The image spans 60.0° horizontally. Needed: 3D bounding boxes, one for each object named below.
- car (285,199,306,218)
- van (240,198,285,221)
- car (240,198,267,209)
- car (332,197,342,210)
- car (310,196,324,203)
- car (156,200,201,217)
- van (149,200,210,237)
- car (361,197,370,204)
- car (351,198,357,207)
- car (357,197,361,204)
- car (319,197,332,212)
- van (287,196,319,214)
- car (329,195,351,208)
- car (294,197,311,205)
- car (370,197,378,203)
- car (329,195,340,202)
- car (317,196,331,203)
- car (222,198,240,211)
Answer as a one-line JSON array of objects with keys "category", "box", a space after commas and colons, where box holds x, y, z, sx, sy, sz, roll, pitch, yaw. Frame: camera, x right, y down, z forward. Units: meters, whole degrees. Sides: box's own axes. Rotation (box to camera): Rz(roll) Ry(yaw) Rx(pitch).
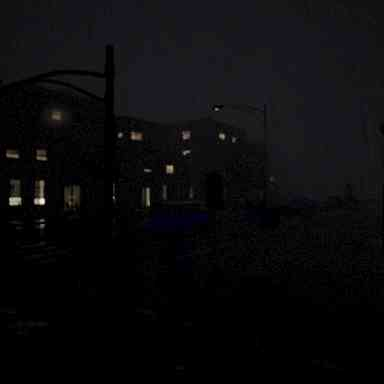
[{"category": "car", "box": [8.941, 1.618, 31.525, 1.887, 1.381, 4.507, 1, 0, 35]}, {"category": "van", "box": [5.776, 1.398, 27.001, 1.690, 1.788, 3.998, 1, 0, 35]}, {"category": "car", "box": [8.419, 1.562, 45.394, 1.887, 1.381, 4.507, 1, 0, 35]}, {"category": "car", "box": [18.440, 1.692, 45.096, 1.947, 1.339, 4.313, 1, 0, 35]}, {"category": "car", "box": [27.319, 1.661, 72.395, 1.752, 1.417, 4.829, 0, 0, 35]}, {"category": "car", "box": [-1.177, 1.492, 31.682, 1.752, 1.417, 4.829, 1, 0, 35]}, {"category": "van", "box": [-0.556, 1.369, 17.954, 1.690, 1.788, 3.998, 1, 0, 35]}, {"category": "car", "box": [34.272, 1.772, 67.715, 1.887, 1.381, 4.507, 0, 0, 35]}, {"category": "car", "box": [24.775, 1.479, 54.144, 2.192, 1.841, 5.009, 0, 0, 35]}, {"category": "car", "box": [28.037, 1.710, 58.807, 1.752, 1.417, 4.829, 0, 0, 35]}, {"category": "car", "box": [15.372, 1.634, 40.712, 1.752, 1.417, 4.829, 1, 0, 35]}, {"category": "van", "box": [12.109, 1.431, 36.048, 1.690, 1.788, 3.998, 1, 0, 35]}, {"category": "car", "box": [21.609, 1.459, 49.620, 2.192, 1.841, 5.009, 0, 0, 35]}, {"category": "car", "box": [21.085, 1.638, 63.487, 1.887, 1.381, 4.507, 0, 0, 35]}, {"category": "car", "box": [43.771, 1.861, 81.286, 1.947, 1.339, 4.313, 0, 0, 35]}, {"category": "car", "box": [36.917, 1.645, 86.105, 1.967, 1.590, 4.097, 0, 0, 35]}, {"category": "car", "box": [30.583, 1.725, 77.059, 1.947, 1.339, 4.313, 0, 0, 35]}, {"category": "car", "box": [5.254, 1.440, 40.870, 1.967, 1.590, 4.097, 1, 0, 35]}]
